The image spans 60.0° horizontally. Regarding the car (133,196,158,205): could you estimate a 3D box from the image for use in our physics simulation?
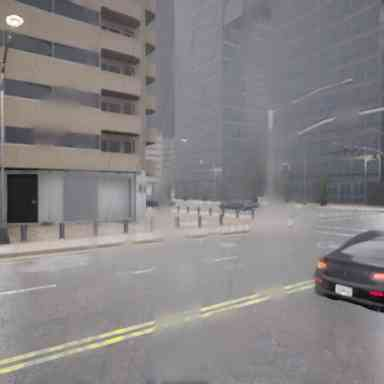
[{"bbox_3d":[-7.958,1.390,56.721,2.128,1.511,4.902,0,0,-35],"label":"car"}]

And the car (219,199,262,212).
[{"bbox_3d":[5.384,1.445,37.716,2.033,1.411,5.357,0,0,-36],"label":"car"}]

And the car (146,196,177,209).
[{"bbox_3d":[-4.152,1.451,45.152,2.033,1.411,5.357,0,0,-35],"label":"car"}]

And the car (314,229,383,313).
[{"bbox_3d":[4.473,1.512,7.003,4.674,1.442,1.812,0,0,-35],"label":"car"}]
